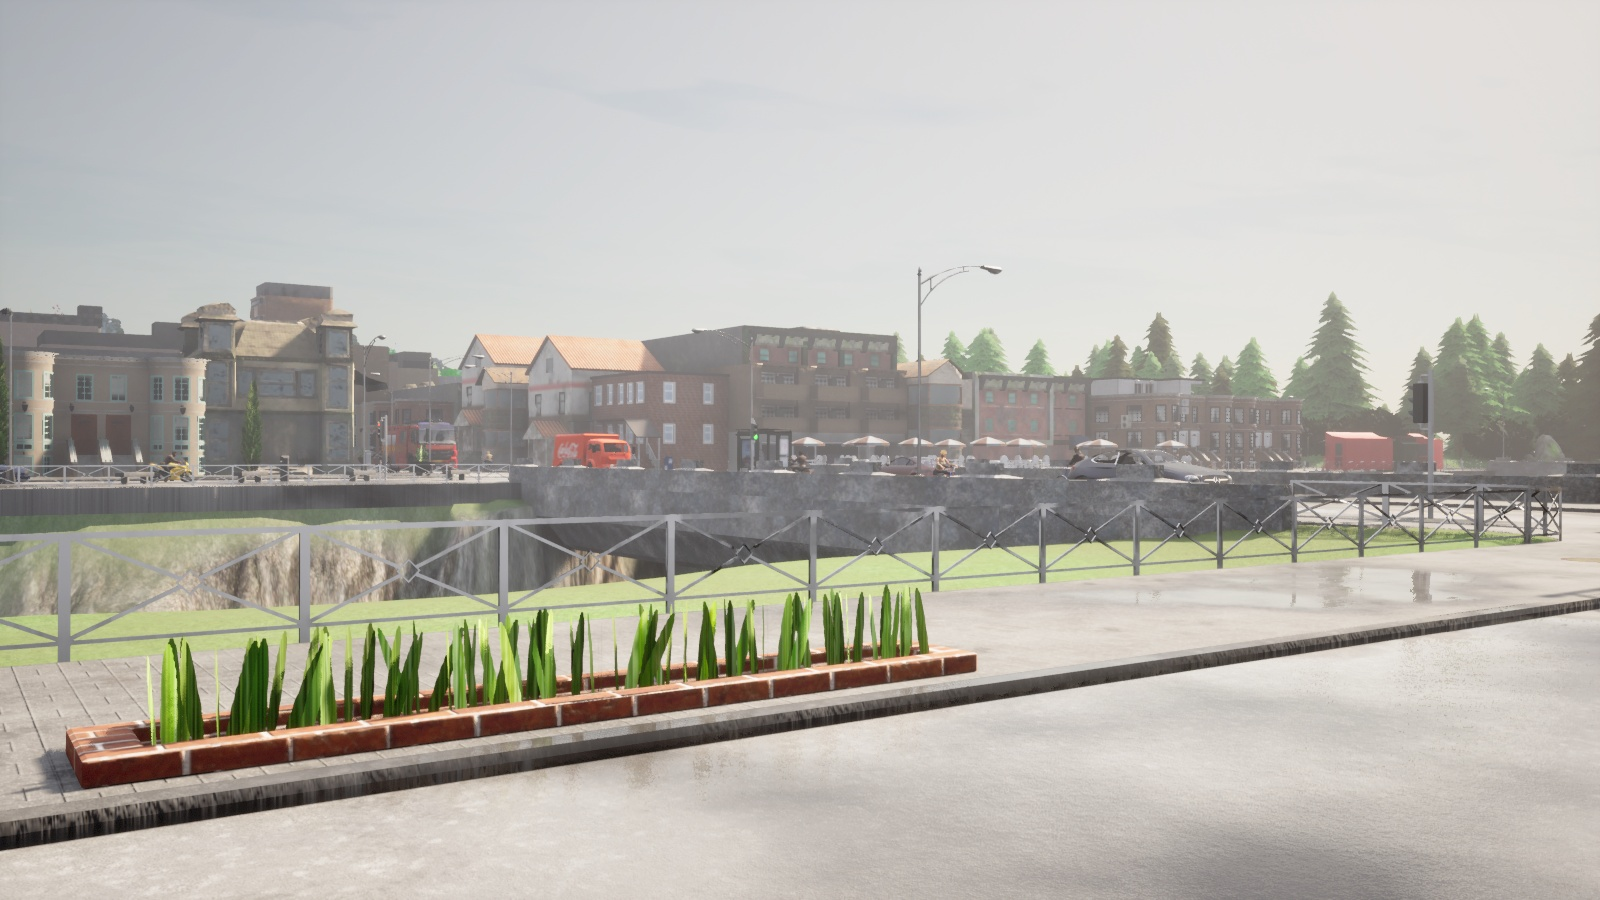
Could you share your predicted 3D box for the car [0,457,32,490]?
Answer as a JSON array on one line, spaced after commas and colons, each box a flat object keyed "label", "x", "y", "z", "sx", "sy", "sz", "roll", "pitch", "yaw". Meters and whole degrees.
[{"label": "car", "x": -36.323, "y": 1.001, "z": 54.185, "sx": 5.357, "sy": 1.411, "sz": 2.033, "roll": 0, "pitch": 0, "yaw": -35}]

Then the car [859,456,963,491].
[{"label": "car", "x": 4.506, "y": 0.925, "z": 51.382, "sx": 1.994, "sy": 1.385, "sz": 4.181, "roll": 0, "pitch": 0, "yaw": -35}]

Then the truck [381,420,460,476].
[{"label": "truck", "x": -27.254, "y": -0.142, "z": 89.950, "sx": 2.891, "sy": 3.827, "sz": 8.468, "roll": 0, "pitch": 0, "yaw": -35}]

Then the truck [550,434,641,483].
[{"label": "truck", "x": -10.710, "y": 0.440, "z": 65.475, "sx": 2.627, "sy": 2.467, "sz": 5.204, "roll": 1, "pitch": -1, "yaw": -36}]

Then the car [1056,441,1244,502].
[{"label": "car", "x": 10.046, "y": 0.591, "z": 36.433, "sx": 2.152, "sy": 1.651, "sz": 5.027, "roll": 0, "pitch": 0, "yaw": -35}]

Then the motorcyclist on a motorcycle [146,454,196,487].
[{"label": "motorcyclist on a motorcycle", "x": -29.513, "y": 0.934, "z": 58.929, "sx": 2.044, "sy": 1.523, "sz": 0.797, "roll": 0, "pitch": 0, "yaw": -35}]
